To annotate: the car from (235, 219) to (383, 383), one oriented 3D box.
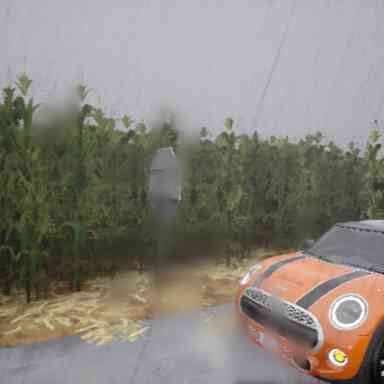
[{"bbox_3d":[2.898,1.255,5.155,4.553,1.767,2.097,0,2,-30],"label":"car"}]
